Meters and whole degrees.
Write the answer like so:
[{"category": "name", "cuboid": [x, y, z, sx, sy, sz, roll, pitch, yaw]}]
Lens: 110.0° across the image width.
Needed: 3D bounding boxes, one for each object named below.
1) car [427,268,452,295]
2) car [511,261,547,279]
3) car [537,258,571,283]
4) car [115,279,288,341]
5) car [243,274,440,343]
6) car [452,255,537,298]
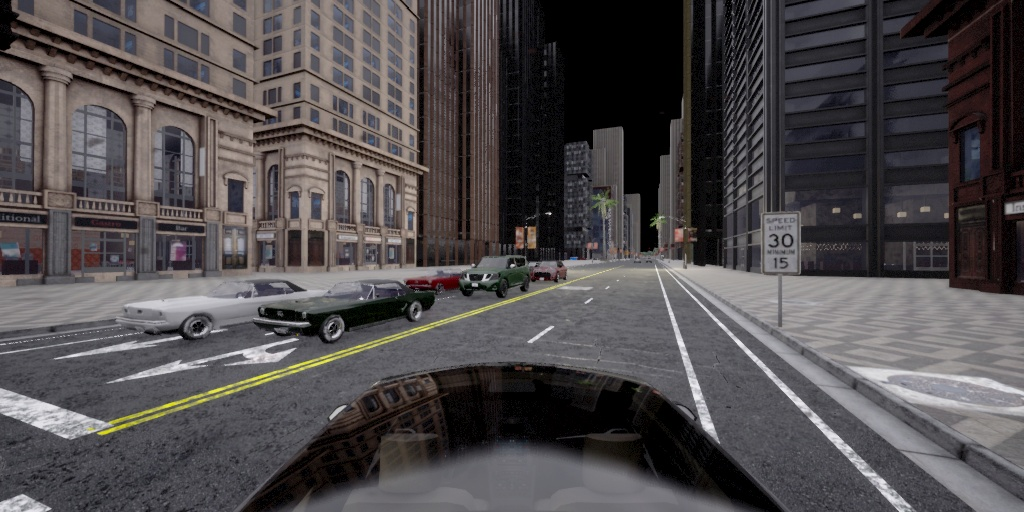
[{"category": "car", "cuboid": [-3.921, 1.356, 19.792, 1.895, 1.301, 4.718, 0, 0, 21]}, {"category": "car", "cuboid": [1.711, 1.245, 34.115, 1.882, 1.535, 5.008, 0, 0, 22]}, {"category": "car", "cuboid": [3.002, 1.116, 28.581, 2.097, 1.767, 4.553, 0, 0, 21]}, {"category": "car", "cuboid": [-7.673, 1.352, 10.212, 1.895, 1.301, 4.718, 0, 0, 21]}, {"category": "car", "cuboid": [-4.271, 1.352, 9.985, 1.895, 1.301, 4.718, 0, 0, 24]}, {"category": "car", "cuboid": [-0.705, 0.977, 19.072, 2.150, 2.045, 5.566, 0, 0, 21]}]
